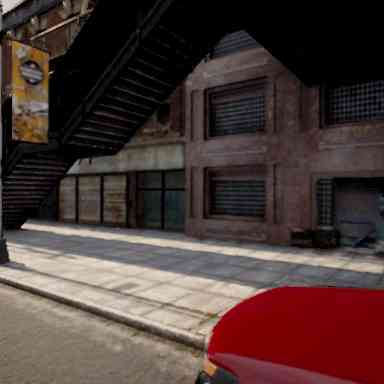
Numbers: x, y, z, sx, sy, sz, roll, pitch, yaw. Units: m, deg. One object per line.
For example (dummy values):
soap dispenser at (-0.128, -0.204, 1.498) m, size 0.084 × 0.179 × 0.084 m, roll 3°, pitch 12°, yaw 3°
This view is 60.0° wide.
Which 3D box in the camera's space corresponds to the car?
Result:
car at (2.532, 1.236, 1.513) m, size 5.566 × 2.045 × 2.435 m, roll 0°, pitch 0°, yaw 35°
